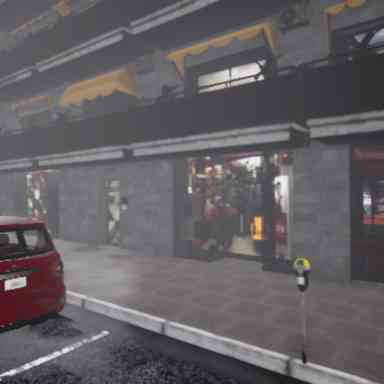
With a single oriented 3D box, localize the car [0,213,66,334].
[{"bbox_3d":[-4.264,1.279,5.770,5.009,1.841,2.192,0,-1,35],"label":"car"}]
